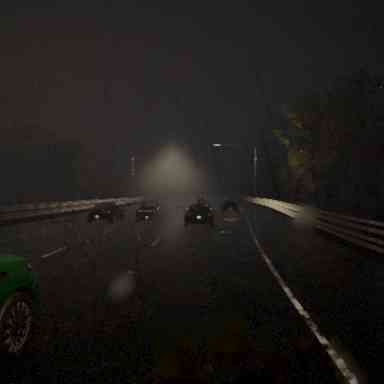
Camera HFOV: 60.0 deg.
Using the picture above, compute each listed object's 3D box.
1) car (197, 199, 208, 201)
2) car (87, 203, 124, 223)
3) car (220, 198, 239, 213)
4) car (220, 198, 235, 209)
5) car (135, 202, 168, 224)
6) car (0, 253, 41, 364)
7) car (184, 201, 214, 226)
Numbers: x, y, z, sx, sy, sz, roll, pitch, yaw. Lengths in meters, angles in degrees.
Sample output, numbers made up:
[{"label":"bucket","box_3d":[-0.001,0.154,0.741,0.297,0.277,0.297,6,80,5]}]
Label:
[{"label":"car","box_3d":[1.274,1.557,41.360,2.033,1.411,5.357,0,0,3]},{"label":"car","box_3d":[-6.443,1.522,25.120,1.812,1.442,4.674,0,0,2]},{"label":"car","box_3d":[4.323,1.515,37.941,1.837,1.490,4.892,0,0,5]},{"label":"car","box_3d":[5.012,1.581,47.287,1.994,1.385,4.181,0,0,4]},{"label":"car","box_3d":[-2.950,1.490,24.844,2.128,1.511,4.902,0,0,2]},{"label":"car","box_3d":[-3.378,1.220,2.698,2.150,2.045,5.566,0,0,0]},{"label":"car","box_3d":[0.501,1.565,23.135,1.994,1.385,4.181,0,0,2]}]
